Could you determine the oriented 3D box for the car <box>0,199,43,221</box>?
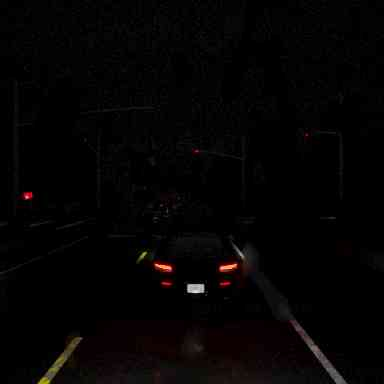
[{"bbox_3d":[-14.545,1.367,26.598,4.553,1.767,2.097,0,0,-3],"label":"car"}]

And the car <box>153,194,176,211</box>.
[{"bbox_3d":[-3.545,1.223,41.223,2.150,2.045,5.566,0,0,0],"label":"car"}]

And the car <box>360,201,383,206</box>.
[{"bbox_3d":[15.574,1.528,28.695,5.357,1.411,2.033,0,0,-6],"label":"car"}]

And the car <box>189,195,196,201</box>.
[{"bbox_3d":[0.099,1.525,80.931,2.128,1.511,4.902,0,0,0],"label":"car"}]

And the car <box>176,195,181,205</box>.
[{"bbox_3d":[-3.510,1.493,57.535,2.128,1.511,4.902,0,0,0],"label":"car"}]

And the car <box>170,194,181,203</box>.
[{"bbox_3d":[-3.415,1.355,69.420,2.097,1.767,4.553,0,0,0],"label":"car"}]

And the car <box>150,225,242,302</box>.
[{"bbox_3d":[0.083,1.526,8.137,1.812,1.442,4.674,0,0,0],"label":"car"}]
